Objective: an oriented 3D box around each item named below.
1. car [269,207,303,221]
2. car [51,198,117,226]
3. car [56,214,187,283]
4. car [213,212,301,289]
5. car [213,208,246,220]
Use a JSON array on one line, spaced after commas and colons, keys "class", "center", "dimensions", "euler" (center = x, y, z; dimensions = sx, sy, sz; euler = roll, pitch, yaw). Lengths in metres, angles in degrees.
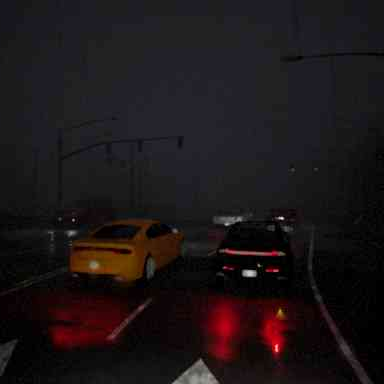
[{"class": "car", "center": [5.494, 1.667, 19.941], "dimensions": [1.837, 1.490, 4.892], "euler": [0, -1, 20]}, {"class": "car", "center": [-7.811, 1.457, 24.680], "dimensions": [2.150, 2.045, 5.566], "euler": [0, 0, 20]}, {"class": "car", "center": [-1.604, 1.554, 10.064], "dimensions": [1.882, 1.535, 5.008], "euler": [0, 0, 15]}, {"class": "car", "center": [1.908, 1.570, 9.566], "dimensions": [2.128, 1.511, 4.902], "euler": [0, 0, 16]}, {"class": "car", "center": [2.980, 1.784, 23.344], "dimensions": [1.895, 1.301, 4.718], "euler": [0, 0, 19]}]
